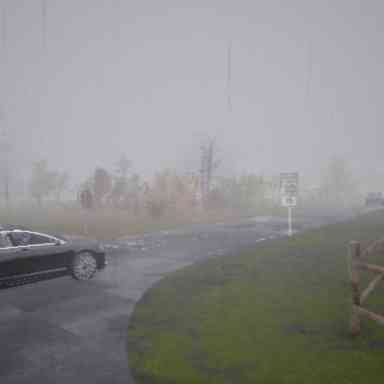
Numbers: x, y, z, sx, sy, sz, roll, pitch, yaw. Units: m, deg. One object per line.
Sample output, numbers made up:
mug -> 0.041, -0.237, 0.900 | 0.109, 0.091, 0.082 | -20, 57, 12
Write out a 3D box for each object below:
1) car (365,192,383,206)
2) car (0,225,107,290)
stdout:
car -> 23.699, 0.827, 42.426 | 2.097, 1.767, 4.553 | -1, 0, 39
car -> -4.302, 1.517, 7.728 | 2.128, 1.511, 4.902 | -1, 0, 39
